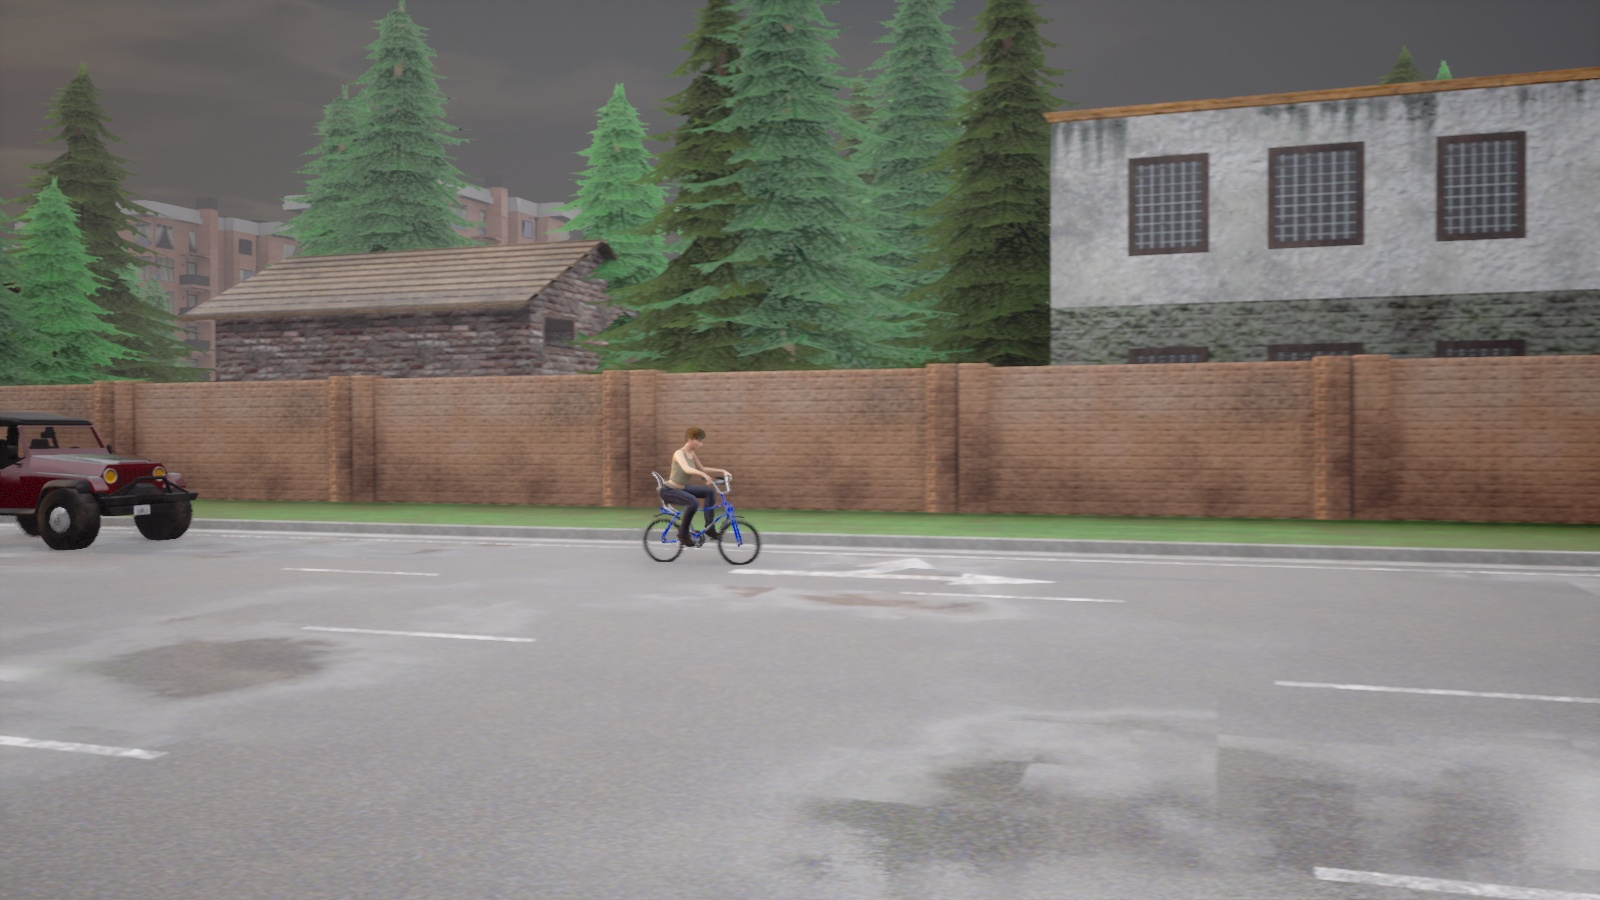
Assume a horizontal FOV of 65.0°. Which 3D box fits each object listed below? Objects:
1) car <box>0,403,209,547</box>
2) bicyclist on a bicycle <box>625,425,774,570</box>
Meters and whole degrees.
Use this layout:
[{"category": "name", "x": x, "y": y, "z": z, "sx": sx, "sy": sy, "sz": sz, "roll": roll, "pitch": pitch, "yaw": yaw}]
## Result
[{"category": "car", "x": -10.686, "y": 0.296, "z": 17.862, "sx": 3.866, "sy": 1.878, "sz": 1.905, "roll": 0, "pitch": 1, "yaw": 19}, {"category": "bicyclist on a bicycle", "x": -1.162, "y": 0.524, "z": 14.665, "sx": 1.509, "sy": 1.612, "sz": 0.866, "roll": 1, "pitch": 1, "yaw": 19}]
